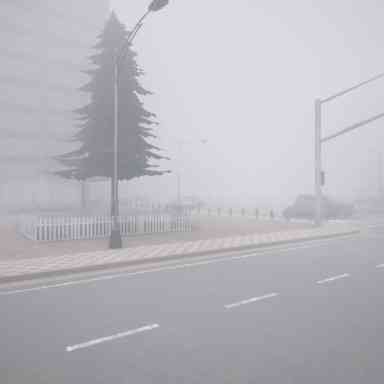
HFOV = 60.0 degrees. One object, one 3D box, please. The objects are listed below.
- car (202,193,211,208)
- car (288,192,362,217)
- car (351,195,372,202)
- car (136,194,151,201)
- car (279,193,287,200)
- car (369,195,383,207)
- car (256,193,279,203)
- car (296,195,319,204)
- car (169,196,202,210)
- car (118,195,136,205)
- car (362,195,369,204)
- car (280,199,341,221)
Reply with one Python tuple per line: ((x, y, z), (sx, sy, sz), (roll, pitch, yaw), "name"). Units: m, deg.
((0.113, 1.352, 47.111), (2.097, 1.767, 4.553), (0, 0, -36), "car")
((12.020, 1.221, 30.552), (2.150, 2.045, 5.566), (0, 0, -37), "car")
((37.899, 1.364, 74.378), (1.784, 1.438, 3.905), (0, 0, -36), "car")
((-9.136, 1.132, 60.157), (1.882, 1.535, 5.008), (0, 0, -36), "car")
((20.086, 1.364, 80.198), (1.784, 1.438, 3.905), (0, 0, -36), "car")
((27.334, 1.153, 45.441), (1.932, 1.855, 4.605), (0, 0, -36), "car")
((17.728, 1.395, 78.519), (1.970, 1.475, 3.806), (0, 0, -36), "car")
((21.792, 1.395, 62.872), (1.970, 1.475, 3.806), (0, 0, -36), "car")
((-1.193, 1.526, 42.942), (1.812, 1.442, 4.674), (0, 0, -36), "car")
((-11.980, 1.608, 58.116), (1.994, 1.385, 4.181), (0, 0, -36), "car")
((35.502, 1.153, 72.750), (1.932, 1.855, 4.605), (0, 0, -36), "car")
((9.698, 1.564, 27.746), (1.994, 1.385, 4.181), (0, 0, -36), "car")
